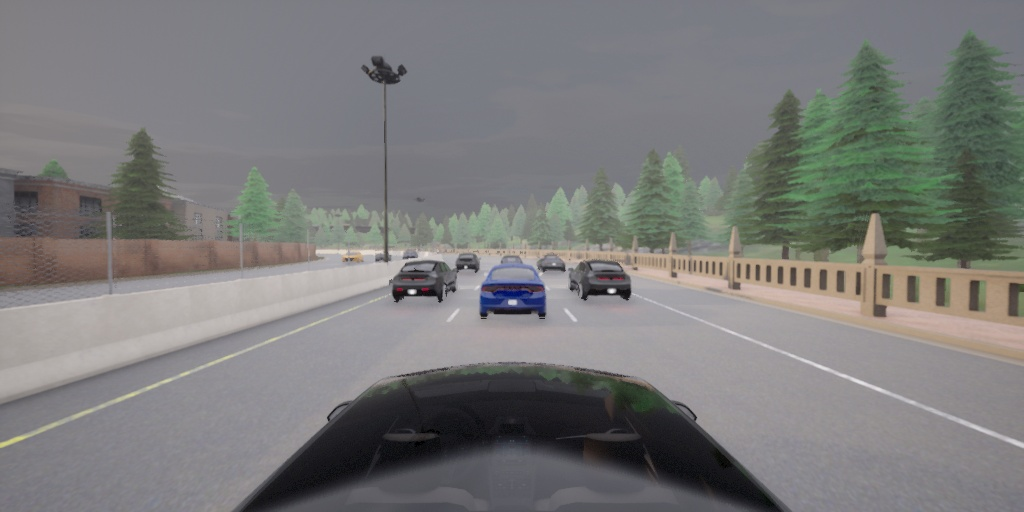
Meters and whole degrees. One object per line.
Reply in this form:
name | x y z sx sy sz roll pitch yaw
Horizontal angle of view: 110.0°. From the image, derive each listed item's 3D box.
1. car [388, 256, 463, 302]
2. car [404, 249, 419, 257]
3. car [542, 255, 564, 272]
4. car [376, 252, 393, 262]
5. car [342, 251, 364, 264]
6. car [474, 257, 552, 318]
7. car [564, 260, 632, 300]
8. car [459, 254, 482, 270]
car | -3.431 0.925 14.787 1.837 1.490 4.892 0 1 0
car | -14.158 -0.124 50.344 2.097 1.767 4.553 0 2 -16
car | 3.267 0.582 30.747 1.994 1.385 4.181 0 1 -3
car | -17.327 0.131 48.676 1.994 1.385 4.181 0 1 -15
car | -20.152 0.123 45.548 1.882 1.535 5.008 0 2 -14
car | 0.046 0.975 11.726 1.882 1.535 5.008 0 2 1
car | 3.571 0.916 15.196 1.837 1.490 4.892 0 2 0
car | -3.697 0.539 30.184 1.837 1.490 4.892 0 2 -3
